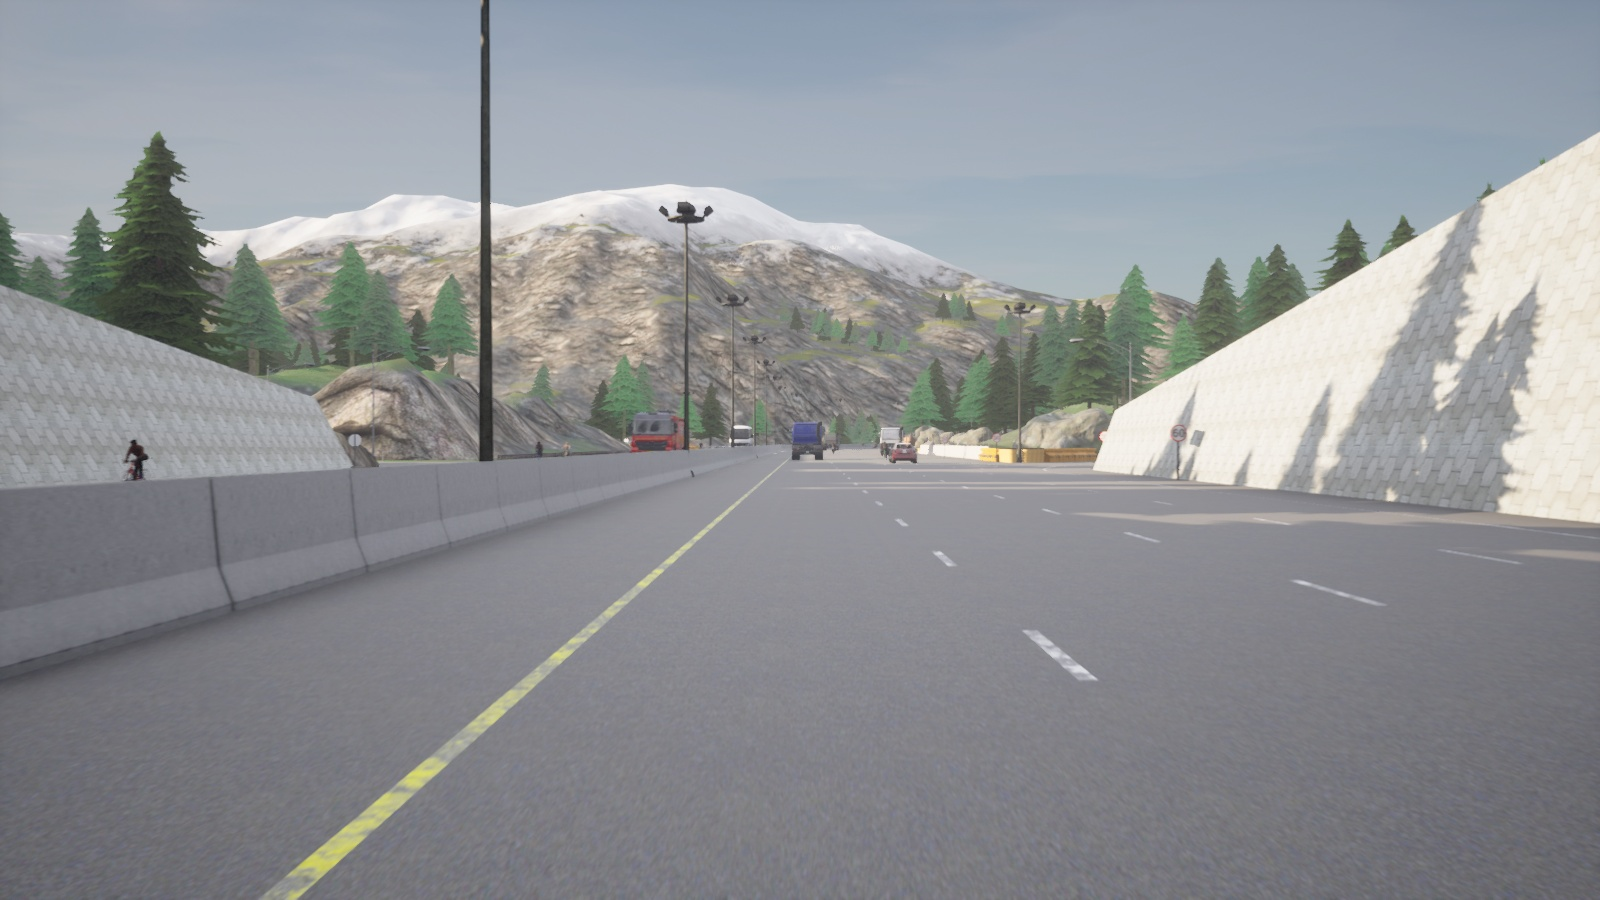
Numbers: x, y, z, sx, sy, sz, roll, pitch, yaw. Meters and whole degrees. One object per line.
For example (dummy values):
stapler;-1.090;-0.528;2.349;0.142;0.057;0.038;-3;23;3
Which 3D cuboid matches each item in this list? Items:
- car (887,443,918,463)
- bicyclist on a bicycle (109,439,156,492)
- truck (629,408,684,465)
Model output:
car;7.543;0.197;92.471;1.970;1.475;3.806;0;0;0
bicyclist on a bicycle;-20.762;0.462;39.098;0.582;1.620;1.656;0;1;0
truck;-9.981;-0.923;88.236;2.891;3.827;8.468;0;0;0
